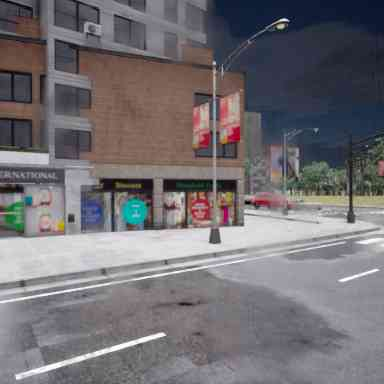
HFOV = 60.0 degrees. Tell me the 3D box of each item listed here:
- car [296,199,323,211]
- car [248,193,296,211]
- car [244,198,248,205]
[{"bbox_3d":[13.080,1.491,39.095,1.895,1.301,4.718,0,0,-23],"label":"car"},{"bbox_3d":[9.388,1.122,39.481,2.150,2.045,5.566,0,0,-22],"label":"car"},{"bbox_3d":[8.924,1.467,49.184,1.895,1.301,4.718,0,0,-22],"label":"car"}]
